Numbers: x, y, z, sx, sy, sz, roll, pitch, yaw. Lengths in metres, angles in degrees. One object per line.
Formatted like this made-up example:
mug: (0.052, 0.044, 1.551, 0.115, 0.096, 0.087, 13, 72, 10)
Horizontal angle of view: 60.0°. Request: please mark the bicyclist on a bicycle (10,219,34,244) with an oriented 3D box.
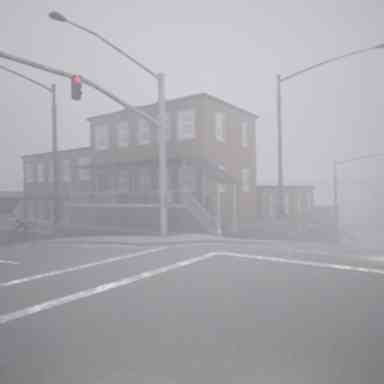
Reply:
bicyclist on a bicycle: (-11.368, 2.645, 22.214, 0.582, 1.620, 1.656, -11, -5, 36)
